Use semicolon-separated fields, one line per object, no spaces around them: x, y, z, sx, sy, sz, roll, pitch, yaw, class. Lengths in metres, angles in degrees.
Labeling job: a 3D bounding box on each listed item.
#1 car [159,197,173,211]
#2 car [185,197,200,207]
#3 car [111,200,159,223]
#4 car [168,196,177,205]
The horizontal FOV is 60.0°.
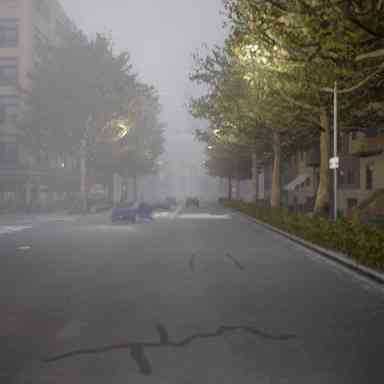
-3.615;1.571;39.733;1.895;1.301;4.718;0;0;0;car
0.059;1.468;49.371;1.837;1.490;4.892;0;0;0;car
-4.428;1.458;25.593;1.882;1.535;5.008;0;0;12;car
-3.547;1.492;56.131;1.837;1.490;4.892;0;0;0;car
